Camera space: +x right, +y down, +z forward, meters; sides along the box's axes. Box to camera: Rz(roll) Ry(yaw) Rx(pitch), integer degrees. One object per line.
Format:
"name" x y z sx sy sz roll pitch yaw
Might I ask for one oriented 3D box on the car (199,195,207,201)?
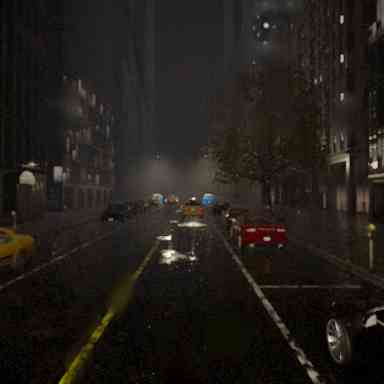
"car" 2.685 1.466 81.592 2.008 1.369 4.403 1 0 0

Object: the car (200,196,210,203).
"car" 2.686 1.503 70.893 1.947 1.339 4.313 1 0 0

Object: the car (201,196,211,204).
"car" 2.687 1.528 65.220 1.802 1.307 4.206 1 0 0

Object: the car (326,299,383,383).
"car" 2.696 1.566 2.800 1.947 1.339 4.313 1 0 0

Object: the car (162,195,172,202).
"car" -5.695 1.470 76.597 1.887 1.381 4.507 1 0 0

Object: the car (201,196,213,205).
"car" 2.688 1.506 59.545 2.008 1.369 4.403 1 0 0

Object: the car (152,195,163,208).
"car" -5.690 1.413 48.220 1.967 1.590 4.097 1 0 0

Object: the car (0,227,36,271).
"car" -5.685 1.525 8.323 1.752 1.417 4.829 1 0 0

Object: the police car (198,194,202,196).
"police car" 0.005 1.475 47.265 2.038 1.542 4.974 0 0 0

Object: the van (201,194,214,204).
"van" 2.692 1.306 53.871 1.690 1.788 3.998 1 0 0

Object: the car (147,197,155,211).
"car" -5.689 1.537 36.871 2.008 1.369 4.403 1 0 0

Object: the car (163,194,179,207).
"car" -3.076 1.319 51.761 2.097 1.767 4.553 0 0 0

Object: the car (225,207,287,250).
"car" 2.695 1.544 14.150 1.887 1.381 4.507 1 0 0

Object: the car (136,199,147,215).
"car" -5.688 1.536 31.193 1.887 1.381 4.507 1 0 0

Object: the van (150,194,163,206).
"van" -5.689 1.305 53.896 1.690 1.788 3.998 1 0 0

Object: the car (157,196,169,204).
"car" -5.694 1.512 65.247 1.947 1.339 4.313 1 0 0

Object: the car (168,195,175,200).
"car" -5.698 1.470 92.777 1.802 1.307 4.206 1 0 0

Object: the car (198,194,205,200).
"car" 2.684 1.328 92.746 1.967 1.590 4.097 1 0 0

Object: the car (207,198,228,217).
"car" 2.693 1.536 31.171 1.887 1.381 4.507 1 0 0

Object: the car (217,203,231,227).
"car" 2.694 1.580 19.823 1.802 1.307 4.206 1 0 0

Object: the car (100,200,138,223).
"car" -5.688 1.561 25.519 1.947 1.339 4.313 1 0 0

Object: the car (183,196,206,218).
"car" 0.084 1.449 30.331 1.801 1.575 5.366 0 0 0
